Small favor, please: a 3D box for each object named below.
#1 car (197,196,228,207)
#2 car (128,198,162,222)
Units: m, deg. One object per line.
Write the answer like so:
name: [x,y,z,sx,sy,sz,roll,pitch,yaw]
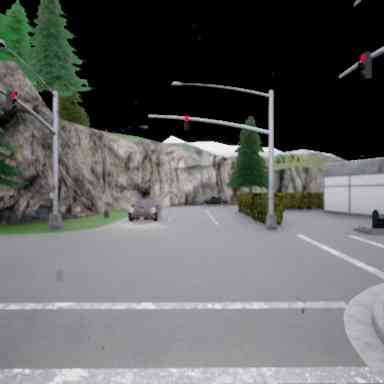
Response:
car: [3.024,1.337,49.726,4.674,1.442,1.812,0,0,-16]
car: [-3.554,1.294,25.737,2.097,1.767,4.553,0,0,0]
